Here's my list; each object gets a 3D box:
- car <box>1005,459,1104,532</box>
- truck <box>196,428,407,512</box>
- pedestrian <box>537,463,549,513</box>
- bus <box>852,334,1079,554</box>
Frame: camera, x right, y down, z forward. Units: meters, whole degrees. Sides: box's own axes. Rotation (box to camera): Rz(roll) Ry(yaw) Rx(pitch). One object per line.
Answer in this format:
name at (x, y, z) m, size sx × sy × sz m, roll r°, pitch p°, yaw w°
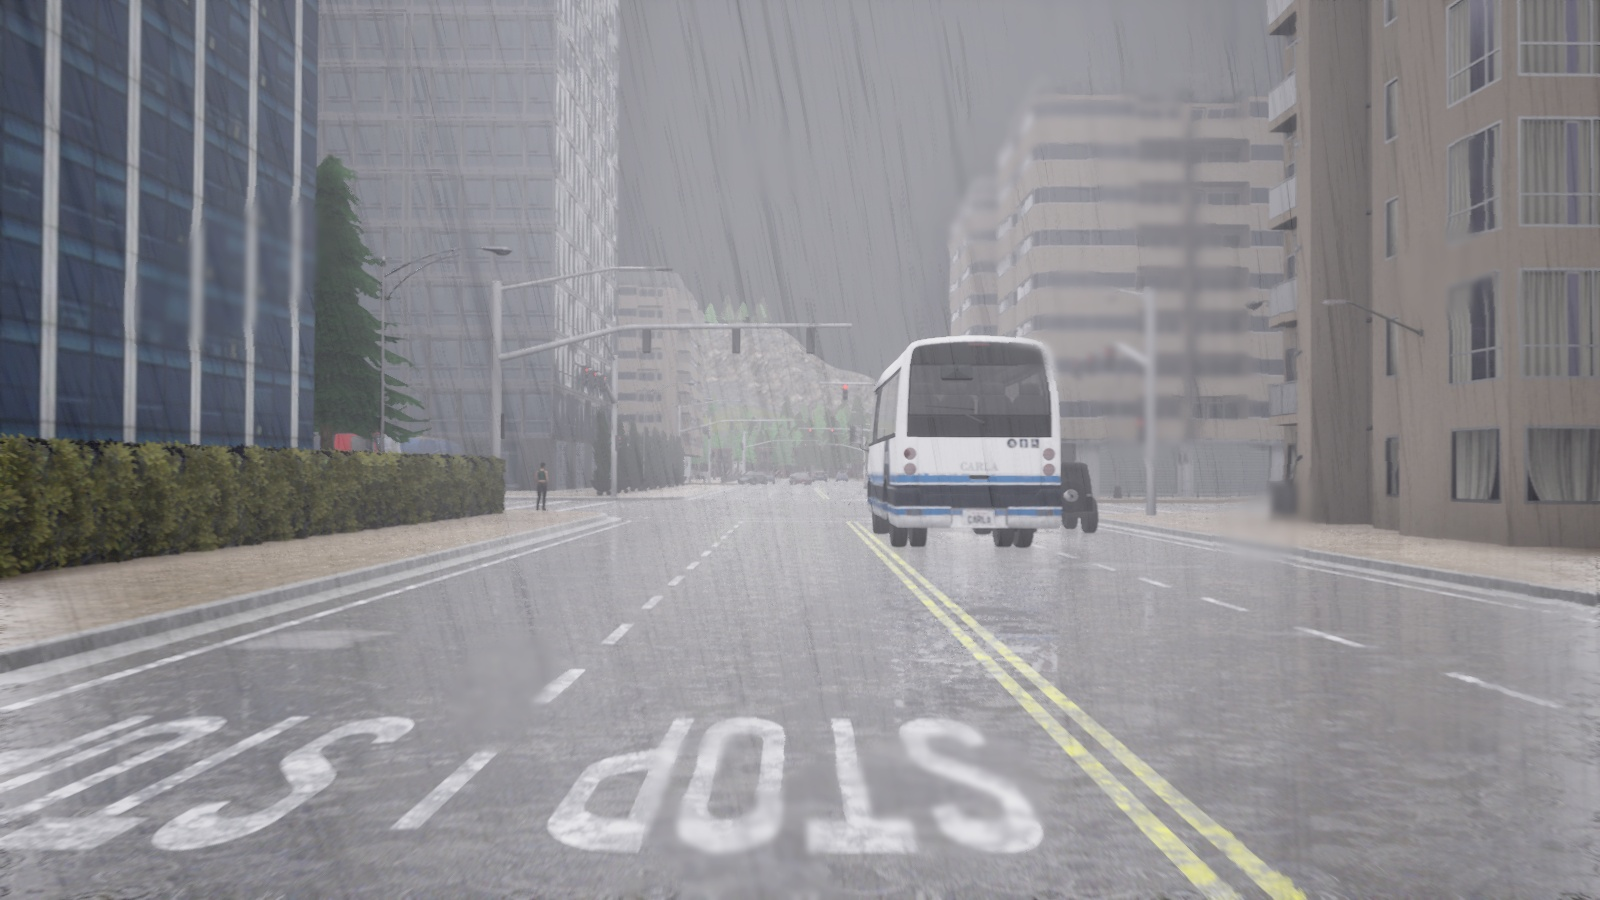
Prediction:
car at (6.917, 1.212, 34.486) m, size 1.905 × 1.878 × 3.866 m, roll 0°, pitch -1°, yaw 0°
truck at (-21.356, 0.864, 54.156) m, size 7.936 × 3.462 × 2.891 m, roll 0°, pitch -1°, yaw -1°
pedestrian at (-9.610, 1.422, 46.958) m, size 0.345 × 1.836 × 0.594 m, roll 0°, pitch -1°, yaw 0°
bus at (3.424, -0.031, 29.542) m, size 3.944 × 4.253 × 10.273 m, roll 0°, pitch -1°, yaw 0°
